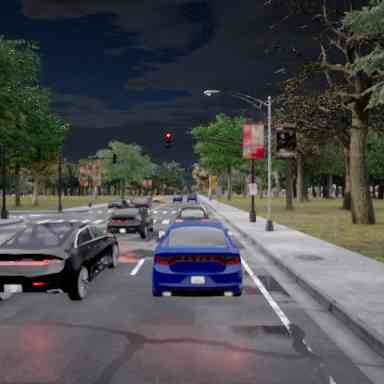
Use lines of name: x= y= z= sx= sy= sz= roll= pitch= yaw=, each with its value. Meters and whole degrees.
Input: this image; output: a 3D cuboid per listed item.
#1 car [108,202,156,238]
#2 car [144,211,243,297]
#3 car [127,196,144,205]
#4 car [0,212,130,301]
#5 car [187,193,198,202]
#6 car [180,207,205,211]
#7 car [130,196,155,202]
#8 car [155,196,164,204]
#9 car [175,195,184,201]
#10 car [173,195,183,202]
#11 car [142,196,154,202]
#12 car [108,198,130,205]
car: x=-3.136 y=1.498 z=17.472 sx=1.837 sy=1.490 sz=4.892 roll=0 pitch=0 yaw=0
car: x=0.110 y=1.474 z=8.615 sx=1.882 sy=1.535 sz=5.008 roll=0 pitch=0 yaw=0
car: x=-9.773 y=1.486 z=58.372 sx=2.128 sy=1.511 sz=4.902 roll=0 pitch=0 yaw=0
car: x=-3.147 y=1.487 z=8.299 sx=2.128 sy=1.511 sz=4.902 roll=0 pitch=0 yaw=0
car: x=0.068 y=1.230 z=73.553 sx=2.150 sy=2.045 sz=5.566 roll=0 pitch=0 yaw=0
car: x=0.035 y=1.519 z=17.814 sx=1.812 sy=1.442 sz=4.674 roll=0 pitch=0 yaw=1
car: x=-6.556 y=1.468 z=44.235 sx=1.882 sy=1.535 sz=5.008 roll=0 pitch=0 yaw=0
car: x=-6.491 y=1.475 z=63.827 sx=1.882 sy=1.535 sz=5.008 roll=0 pitch=0 yaw=1
car: x=-3.172 y=1.433 z=83.941 sx=2.033 sy=1.411 sz=5.357 roll=0 pitch=0 yaw=0
car: x=-3.182 y=1.482 z=73.525 sx=1.882 sy=1.535 sz=5.008 roll=0 pitch=0 yaw=0
car: x=-9.682 y=1.545 z=73.902 sx=2.033 sy=1.411 sz=5.357 roll=0 pitch=0 yaw=0
car: x=-9.806 y=1.552 z=44.240 sx=1.994 sy=1.385 sz=4.181 roll=0 pitch=0 yaw=1
